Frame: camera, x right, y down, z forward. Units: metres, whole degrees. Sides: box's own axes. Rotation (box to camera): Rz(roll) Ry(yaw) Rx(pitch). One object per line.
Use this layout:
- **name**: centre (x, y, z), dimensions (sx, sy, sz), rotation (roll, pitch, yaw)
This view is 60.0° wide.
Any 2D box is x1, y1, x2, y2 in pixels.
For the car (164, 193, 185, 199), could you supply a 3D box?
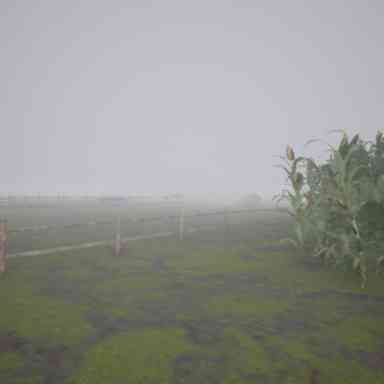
- **car**: centre (-3.239, 0.810, 62.494), dimensions (1.882, 1.535, 5.008), rotation (2, 0, 36)

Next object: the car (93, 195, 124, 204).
- **car**: centre (-12.514, 1.162, 50.025), dimensions (1.895, 1.301, 4.718), rotation (2, 0, 36)
